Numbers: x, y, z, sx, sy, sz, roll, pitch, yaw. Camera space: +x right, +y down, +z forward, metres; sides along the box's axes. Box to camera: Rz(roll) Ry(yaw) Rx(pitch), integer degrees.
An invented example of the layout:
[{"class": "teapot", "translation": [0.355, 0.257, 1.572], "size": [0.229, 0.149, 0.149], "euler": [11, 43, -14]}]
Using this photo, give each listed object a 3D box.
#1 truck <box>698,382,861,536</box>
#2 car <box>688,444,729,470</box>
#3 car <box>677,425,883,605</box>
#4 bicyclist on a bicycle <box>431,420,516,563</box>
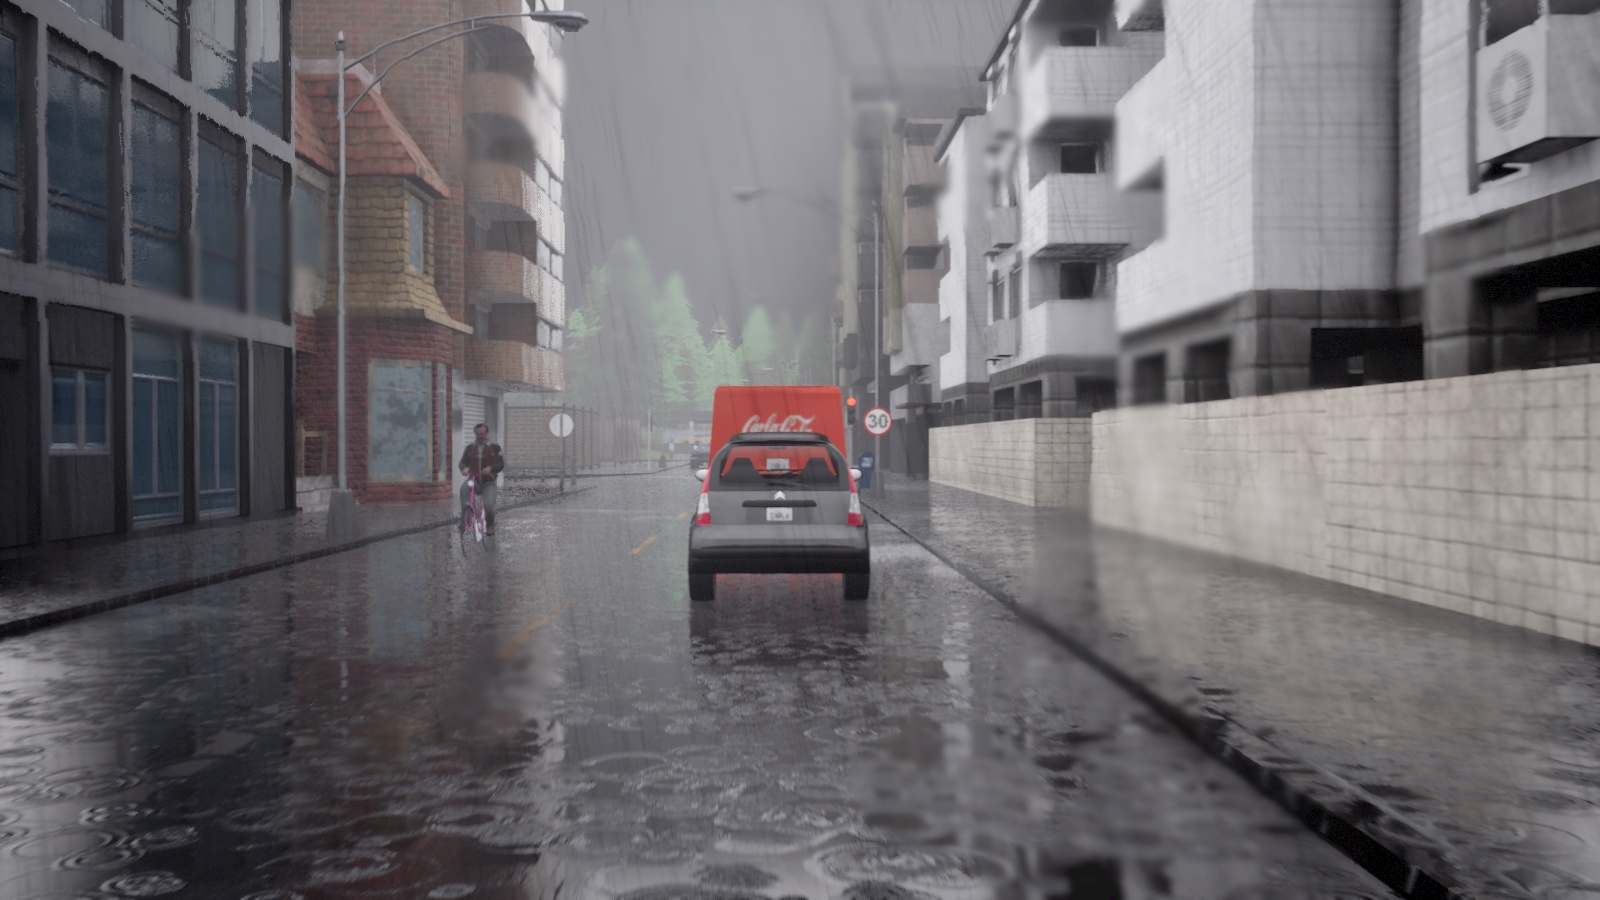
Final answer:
[{"class": "truck", "translation": [-0.379, 0.131, 22.829], "size": [2.627, 2.467, 5.204], "euler": [0, 0, -1]}, {"class": "car", "translation": [-5.271, 0.379, 73.053], "size": [2.033, 1.411, 5.357], "euler": [0, 0, -1]}, {"class": "car", "translation": [-0.214, 0.570, 13.276], "size": [1.851, 1.617, 3.988], "euler": [0, 0, -1]}, {"class": "bicyclist on a bicycle", "translation": [-4.271, 0.521, 16.544], "size": [0.659, 1.776, 1.843], "euler": [0, 0, -1]}]
